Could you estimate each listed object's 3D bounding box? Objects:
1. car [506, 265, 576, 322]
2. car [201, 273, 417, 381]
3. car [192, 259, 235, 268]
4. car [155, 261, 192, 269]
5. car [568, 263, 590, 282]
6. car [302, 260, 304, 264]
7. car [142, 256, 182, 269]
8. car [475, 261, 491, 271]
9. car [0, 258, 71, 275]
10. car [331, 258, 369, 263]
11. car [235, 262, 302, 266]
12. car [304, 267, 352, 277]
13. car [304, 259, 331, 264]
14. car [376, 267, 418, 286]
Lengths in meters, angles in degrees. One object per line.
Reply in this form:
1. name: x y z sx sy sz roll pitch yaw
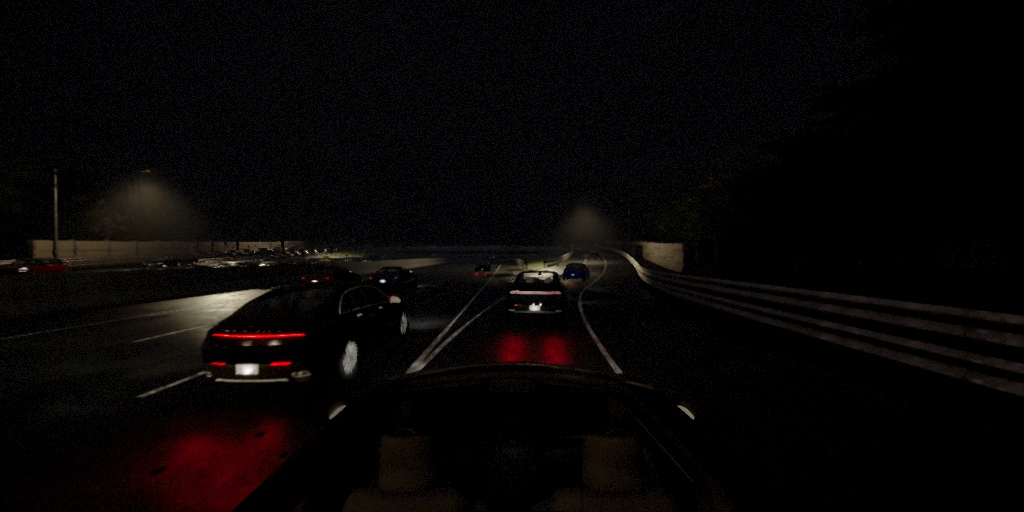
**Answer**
1. car: 0.953 1.251 12.439 2.128 1.511 4.902 0 0 7
2. car: -3.525 1.258 7.180 1.837 1.490 4.892 0 0 0
3. car: -24.750 1.244 31.549 2.128 1.511 4.902 0 0 0
4. car: -28.252 1.350 31.899 1.895 1.301 4.718 0 0 0
5. car: 5.644 1.342 31.261 1.882 1.535 5.008 0 1 17
6. car: -28.387 1.227 50.336 1.837 1.490 4.892 0 0 0
7. car: -42.505 0.746 43.686 1.882 1.535 5.008 0 2 -18
8. car: -3.806 1.361 48.110 1.895 1.301 4.718 0 0 -1
9. car: -36.739 0.974 27.427 2.097 1.767 4.553 0 1 -20
10. car: -21.382 1.291 47.541 2.033 1.411 5.357 0 0 0
11. car: -21.252 1.247 31.615 2.128 1.511 4.902 0 0 0
12. car: -10.484 1.321 21.030 1.994 1.385 4.181 0 0 0
13. car: -24.877 1.219 47.437 1.882 1.535 5.008 0 0 0
14. car: -6.986 1.324 21.347 1.994 1.385 4.181 0 0 0
